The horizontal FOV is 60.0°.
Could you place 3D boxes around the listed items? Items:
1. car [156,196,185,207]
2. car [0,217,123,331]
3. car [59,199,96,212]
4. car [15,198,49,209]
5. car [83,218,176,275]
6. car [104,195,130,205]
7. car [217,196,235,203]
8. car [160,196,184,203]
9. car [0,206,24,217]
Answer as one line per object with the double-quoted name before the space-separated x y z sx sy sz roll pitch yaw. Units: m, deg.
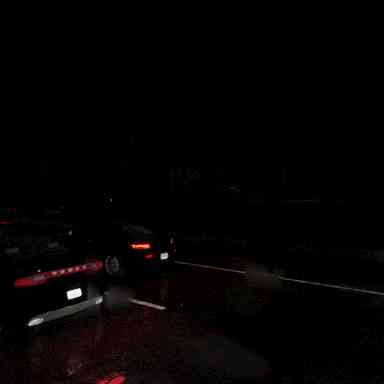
"car" -3.301 1.546 52.612 2.033 1.411 5.357 0 0 36
"car" -3.898 1.477 6.760 5.008 1.535 1.882 0 0 35
"car" -13.308 1.562 38.905 1.994 1.385 4.181 0 0 36
"car" -21.673 1.562 45.251 1.994 1.385 4.181 0 0 36
"car" -2.607 1.525 10.129 4.674 1.442 1.812 0 0 35
"car" -12.884 1.349 57.284 2.097 1.767 4.553 0 0 36
"car" 6.771 1.527 66.250 1.837 1.490 4.892 0 0 36
"car" -4.051 1.545 69.232 2.033 1.411 5.357 0 0 36
"car" -10.084 1.504 15.456 4.892 1.490 1.837 0 0 36
